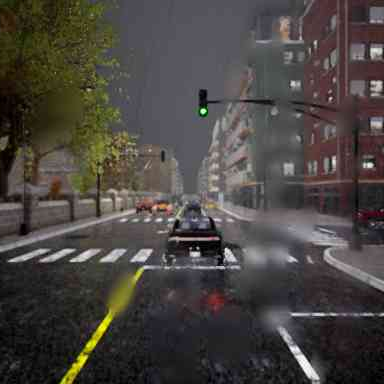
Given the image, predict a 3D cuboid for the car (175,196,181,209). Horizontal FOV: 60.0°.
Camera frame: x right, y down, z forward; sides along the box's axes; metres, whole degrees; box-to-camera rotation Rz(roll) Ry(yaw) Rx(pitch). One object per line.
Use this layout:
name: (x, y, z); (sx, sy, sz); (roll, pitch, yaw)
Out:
car: (-3.143, 1.758, 50.834); (2.097, 1.767, 4.553); (0, 0, 0)

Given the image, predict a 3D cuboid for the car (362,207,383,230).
car: (14.624, 1.963, 22.579); (4.892, 1.490, 1.837); (0, 0, -2)

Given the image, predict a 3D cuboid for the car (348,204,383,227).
car: (14.584, 1.787, 25.163); (5.009, 1.841, 2.192); (1, -1, 0)

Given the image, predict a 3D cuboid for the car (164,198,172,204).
car: (-5.793, 2.241, 80.455); (1.802, 1.307, 4.206); (0, 0, 0)

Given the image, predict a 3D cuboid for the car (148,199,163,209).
car: (-5.759, 1.863, 52.781); (1.967, 1.590, 4.097); (0, 0, 0)

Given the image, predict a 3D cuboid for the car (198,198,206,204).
car: (2.579, 2.253, 86.001); (1.887, 1.381, 4.507); (0, -1, 0)

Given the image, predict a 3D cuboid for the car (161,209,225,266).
car: (0.085, 1.585, 11.945); (2.128, 1.511, 4.902); (0, 0, 0)

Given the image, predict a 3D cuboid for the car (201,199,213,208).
car: (2.614, 2.021, 58.327); (2.008, 1.369, 4.403); (0, 0, 0)

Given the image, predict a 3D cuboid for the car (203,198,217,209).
car: (2.628, 1.903, 47.426); (1.752, 1.417, 4.829); (0, 0, 0)

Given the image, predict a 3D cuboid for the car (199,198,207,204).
car: (2.587, 2.205, 80.466); (1.887, 1.381, 4.507); (0, -1, 0)

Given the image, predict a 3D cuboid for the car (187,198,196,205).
car: (-0.090, 2.134, 72.857); (2.033, 1.411, 5.357); (0, 0, 0)

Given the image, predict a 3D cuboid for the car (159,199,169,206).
car: (-5.780, 2.146, 69.384); (1.802, 1.307, 4.206); (0, 0, 0)

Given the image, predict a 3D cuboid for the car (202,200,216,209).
car: (2.621, 1.968, 52.791); (1.887, 1.381, 4.507); (0, 0, 0)

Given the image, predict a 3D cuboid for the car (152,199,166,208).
car: (-5.766, 2.014, 58.315); (1.887, 1.381, 4.507); (0, 0, 0)

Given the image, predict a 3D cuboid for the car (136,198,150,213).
car: (-5.746, 1.645, 41.712); (2.192, 1.841, 5.009); (0, 0, 0)

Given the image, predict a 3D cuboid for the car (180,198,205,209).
car: (0.054, 1.787, 37.465); (2.128, 1.511, 4.902); (0, 0, 0)

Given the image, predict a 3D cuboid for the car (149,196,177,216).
car: (-3.118, 1.640, 36.418); (2.097, 1.767, 4.553); (0, -1, 0)
